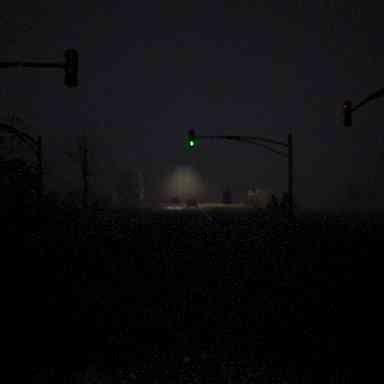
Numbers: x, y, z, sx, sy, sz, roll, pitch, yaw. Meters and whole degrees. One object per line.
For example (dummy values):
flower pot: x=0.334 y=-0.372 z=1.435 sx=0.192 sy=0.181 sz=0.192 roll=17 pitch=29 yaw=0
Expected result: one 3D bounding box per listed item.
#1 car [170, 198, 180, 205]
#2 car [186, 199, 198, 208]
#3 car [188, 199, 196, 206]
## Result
car: x=-3.489 y=1.980 z=69.115 sx=1.837 sy=1.490 sz=4.892 roll=0 pitch=-1 yaw=0
car: x=0.011 y=2.147 z=64.907 sx=2.097 sy=1.767 sz=4.553 roll=0 pitch=-1 yaw=0
car: x=0.012 y=2.261 z=74.942 sx=1.837 sy=1.490 sz=4.892 roll=0 pitch=-1 yaw=0
